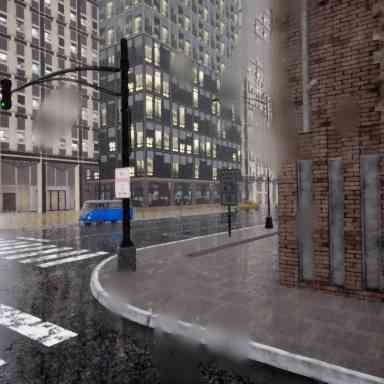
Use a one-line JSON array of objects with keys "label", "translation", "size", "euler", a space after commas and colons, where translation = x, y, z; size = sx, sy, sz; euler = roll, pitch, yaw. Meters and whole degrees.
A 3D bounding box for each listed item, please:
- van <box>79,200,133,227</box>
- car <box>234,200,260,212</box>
[{"label": "van", "translation": [-5.987, 1.460, 23.470], "size": [1.690, 1.788, 3.998], "euler": [-2, -1, 36]}, {"label": "car", "translation": [6.848, 1.688, 41.378], "size": [1.752, 1.417, 4.829], "euler": [-2, -1, 36]}]
